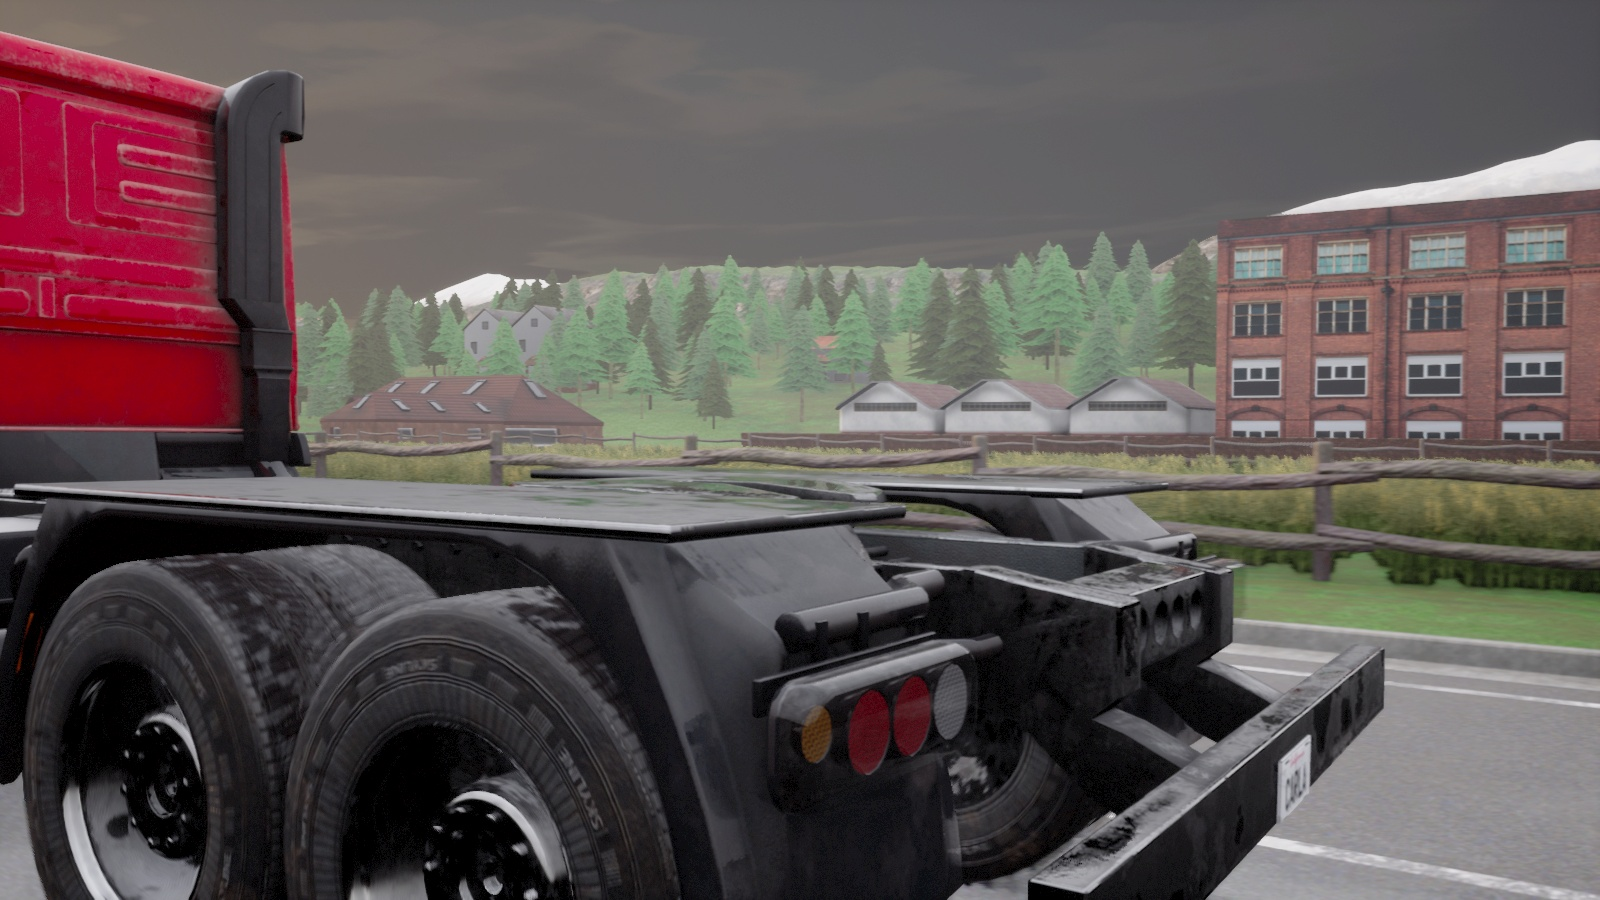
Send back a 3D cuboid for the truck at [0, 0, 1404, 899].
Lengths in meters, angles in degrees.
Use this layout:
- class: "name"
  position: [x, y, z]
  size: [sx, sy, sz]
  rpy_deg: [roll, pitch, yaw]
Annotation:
- class: "truck"
  position: [-2.161, -0.300, 5.040]
  size: [7.936, 3.462, 2.891]
  rpy_deg: [0, 1, 34]
